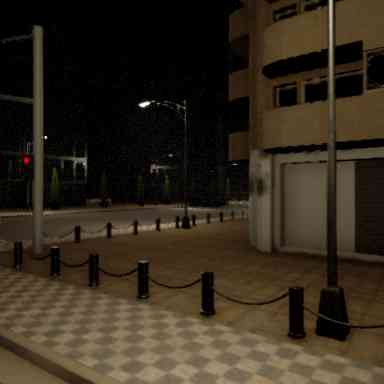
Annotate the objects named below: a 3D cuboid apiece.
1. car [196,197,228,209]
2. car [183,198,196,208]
[{"bbox_3d":[3.147,1.485,45.991,1.882,1.535,5.008,0,0,36],"label":"car"},{"bbox_3d":[0.642,1.542,48.495,1.812,1.442,4.674,0,0,36],"label":"car"}]
